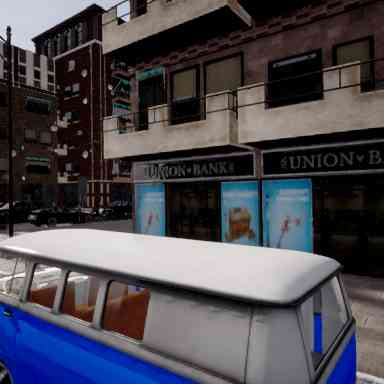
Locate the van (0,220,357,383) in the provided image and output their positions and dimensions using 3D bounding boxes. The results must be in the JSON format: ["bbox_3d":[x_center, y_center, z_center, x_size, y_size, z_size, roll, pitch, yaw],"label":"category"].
[{"bbox_3d":[-0.549,1.342,3.242,3.998,1.788,1.690,0,-1,35],"label":"van"}]

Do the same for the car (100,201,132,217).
[{"bbox_3d":[-7.370,1.671,34.064,2.128,1.511,4.902,-1,-1,36],"label":"car"}]

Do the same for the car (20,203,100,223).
[{"bbox_3d":[-8.722,1.583,22.381,1.947,1.339,4.313,-2,-1,36],"label":"car"}]

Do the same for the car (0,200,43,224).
[{"bbox_3d":[-13.446,1.473,25.733,2.097,1.767,4.553,-1,-1,36],"label":"car"}]

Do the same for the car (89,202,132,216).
[{"bbox_3d":[-8.851,1.797,36.432,1.947,1.339,4.313,-2,-1,36],"label":"car"}]
